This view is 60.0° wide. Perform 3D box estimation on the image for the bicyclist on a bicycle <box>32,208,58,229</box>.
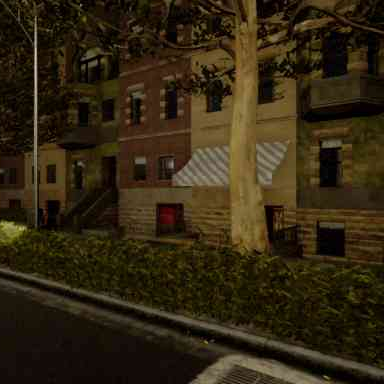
[{"bbox_3d":[-4.729,1.339,10.517,0.582,1.620,1.656,0,-4,34],"label":"bicyclist on a bicycle"}]
